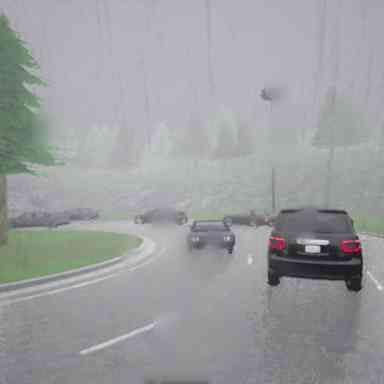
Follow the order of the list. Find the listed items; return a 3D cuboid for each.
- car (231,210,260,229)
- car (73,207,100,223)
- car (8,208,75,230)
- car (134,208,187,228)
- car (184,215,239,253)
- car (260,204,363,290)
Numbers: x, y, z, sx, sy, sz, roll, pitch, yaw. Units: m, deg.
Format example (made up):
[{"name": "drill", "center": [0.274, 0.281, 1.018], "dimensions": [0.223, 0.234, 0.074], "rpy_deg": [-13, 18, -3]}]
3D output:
[{"name": "car", "center": [4.451, 2.041, 25.402], "dimensions": [1.895, 1.301, 4.718], "rpy_deg": [0, -1, -33]}, {"name": "car", "center": [-11.611, 2.263, 32.850], "dimensions": [4.902, 1.511, 2.128], "rpy_deg": [-1, -1, -1]}, {"name": "car", "center": [-12.361, 2.200, 26.125], "dimensions": [5.357, 1.411, 2.033], "rpy_deg": [0, -1, -10]}, {"name": "car", "center": [-2.625, 2.067, 27.409], "dimensions": [4.892, 1.490, 1.837], "rpy_deg": [-1, -3, 34]}, {"name": "car", "center": [0.754, 1.887, 15.030], "dimensions": [1.895, 1.301, 4.718], "rpy_deg": [-1, -1, 1]}, {"name": "car", "center": [3.507, 1.375, 9.799], "dimensions": [2.150, 2.045, 5.566], "rpy_deg": [0, -1, 19]}]
